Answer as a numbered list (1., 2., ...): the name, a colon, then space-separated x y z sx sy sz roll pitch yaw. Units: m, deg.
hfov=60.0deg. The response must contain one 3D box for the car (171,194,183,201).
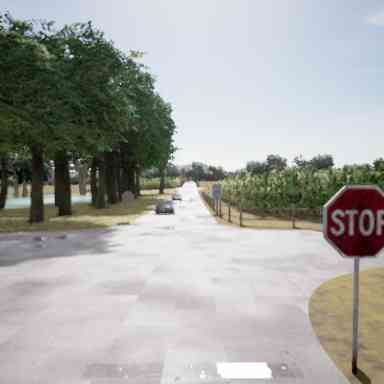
1. car: -2.678 0.970 58.845 1.882 1.535 5.008 0 1 0

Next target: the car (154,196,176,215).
1. car: -2.709 1.521 34.323 1.837 1.490 4.892 0 1 0
